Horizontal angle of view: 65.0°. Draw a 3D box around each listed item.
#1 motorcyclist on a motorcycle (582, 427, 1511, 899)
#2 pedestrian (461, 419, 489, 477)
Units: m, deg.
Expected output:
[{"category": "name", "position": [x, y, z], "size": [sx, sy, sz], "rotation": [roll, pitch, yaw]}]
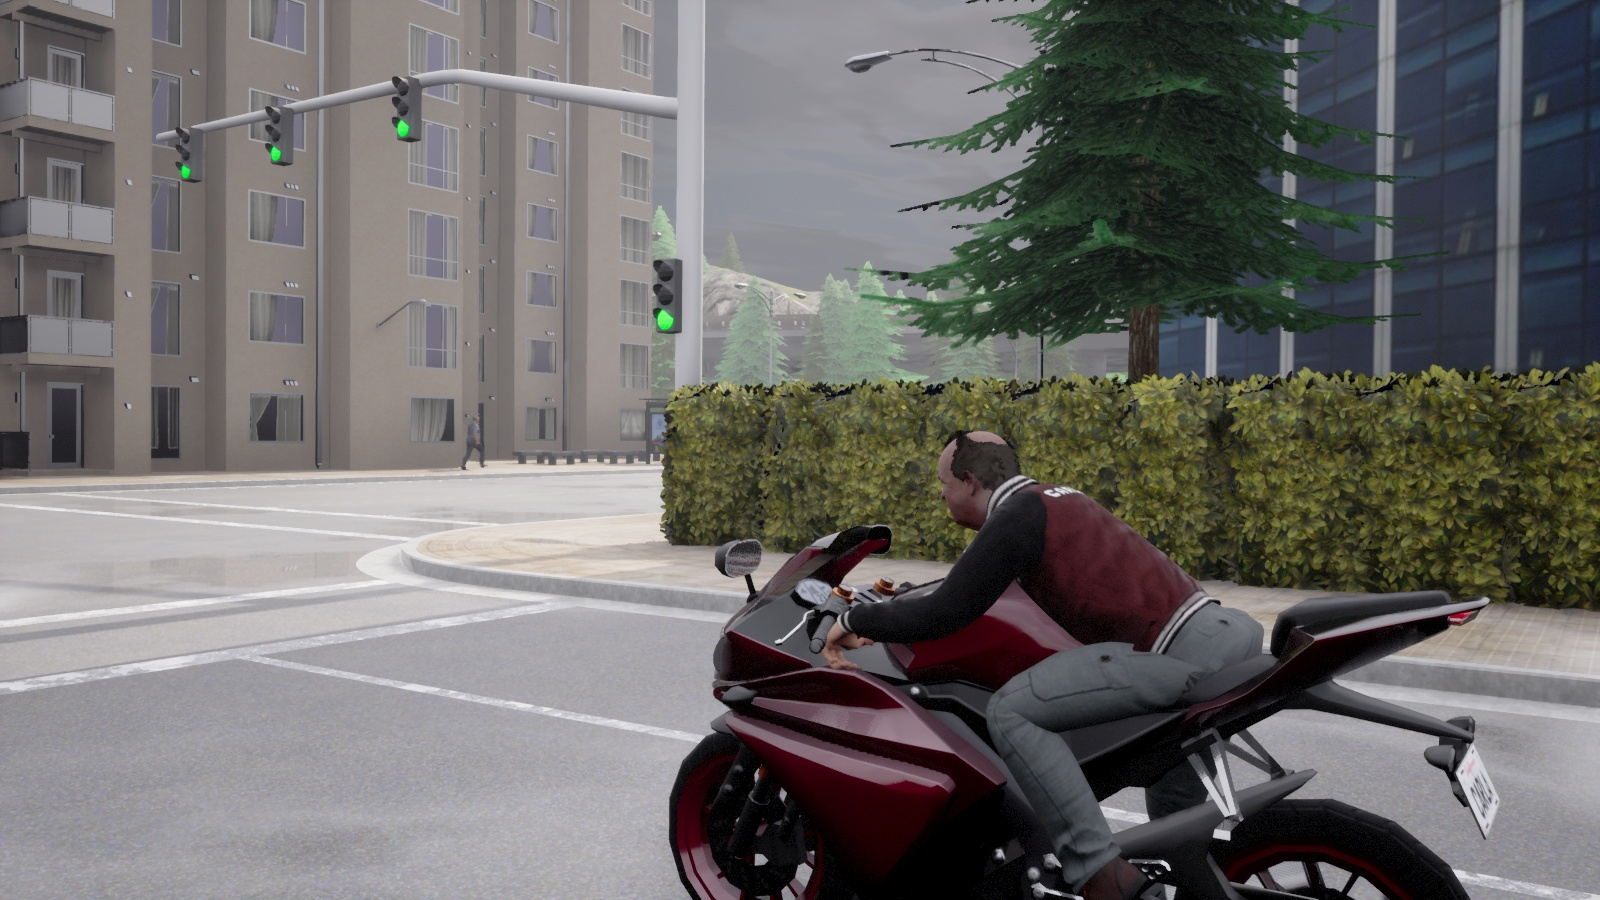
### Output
[{"category": "motorcyclist on a motorcycle", "position": [0.552, 0.717, 3.257], "size": [2.191, 1.530, 0.866], "rotation": [0, 1, 34]}, {"category": "pedestrian", "position": [-10.585, -0.072, 40.883], "size": [0.540, 1.848, 0.694], "rotation": [0, 1, 41]}]
